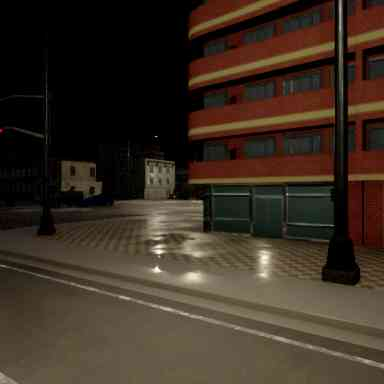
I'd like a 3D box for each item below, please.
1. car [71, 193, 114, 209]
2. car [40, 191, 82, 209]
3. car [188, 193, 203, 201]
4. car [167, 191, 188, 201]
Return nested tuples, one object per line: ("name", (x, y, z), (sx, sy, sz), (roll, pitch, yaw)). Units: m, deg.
("car", (-12.107, 1.199, 41.835), (1.882, 1.535, 5.008), (0, 1, 37))
("car", (-16.244, 0.977, 42.120), (2.150, 2.045, 5.566), (0, 1, 37))
("car", (1.832, 0.837, 60.478), (1.812, 1.442, 4.674), (0, 1, 37))
("car", (-2.499, 0.707, 60.561), (2.097, 1.767, 4.553), (0, 1, 37))
